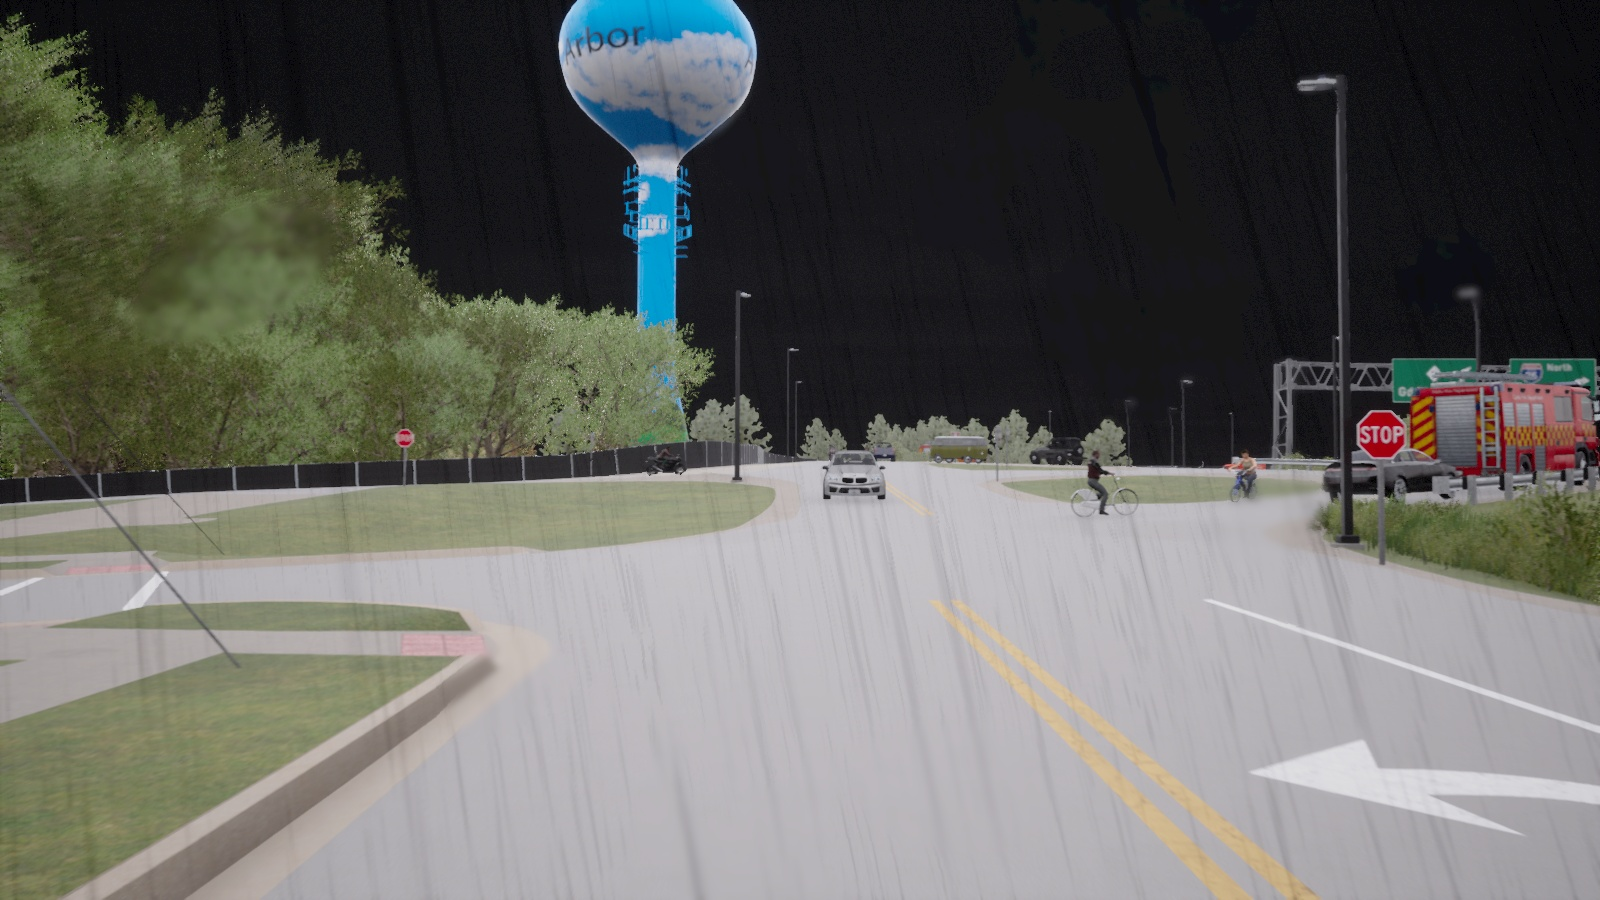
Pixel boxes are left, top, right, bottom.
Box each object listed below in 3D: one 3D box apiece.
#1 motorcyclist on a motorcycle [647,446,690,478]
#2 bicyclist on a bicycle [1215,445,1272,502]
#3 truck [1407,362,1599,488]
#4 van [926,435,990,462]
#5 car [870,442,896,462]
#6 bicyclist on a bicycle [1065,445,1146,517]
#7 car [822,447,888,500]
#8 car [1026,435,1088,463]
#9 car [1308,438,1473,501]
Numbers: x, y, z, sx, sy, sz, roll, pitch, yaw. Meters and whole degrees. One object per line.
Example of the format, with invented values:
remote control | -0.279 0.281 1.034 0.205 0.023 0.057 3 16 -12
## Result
motorcyclist on a motorcycle | -6.706 0.612 63.943 2.044 1.523 0.797 -2 -1 -12
bicyclist on a bicycle | 13.226 0.686 37.453 1.509 1.612 0.866 -2 -1 -38
truck | 23.878 -0.829 42.236 8.468 3.827 2.891 -2 0 -40
van | 11.625 -0.099 92.577 4.442 1.987 1.775 0 0 40
car | 6.442 0.170 97.430 1.845 1.501 3.633 0 0 1
bicyclist on a bicycle | 7.999 0.804 32.903 1.843 1.776 0.659 -3 -1 -7
car | 1.930 0.799 45.289 2.242 1.667 4.611 0 2 2
car | 17.440 -0.043 85.310 1.905 1.878 3.866 1 -1 -36
car | 16.496 0.516 34.984 4.902 1.511 2.128 -2 -1 -38
